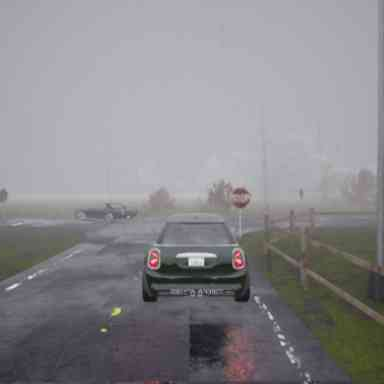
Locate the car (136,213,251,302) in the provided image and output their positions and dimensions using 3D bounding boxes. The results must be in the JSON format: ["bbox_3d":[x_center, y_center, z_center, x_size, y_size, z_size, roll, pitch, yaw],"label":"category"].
[{"bbox_3d":[0.079,1.295,8.264,2.097,1.767,4.553,0,0,0],"label":"car"}]

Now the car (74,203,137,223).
[{"bbox_3d":[-6.369,1.449,24.279,4.718,1.301,1.895,0,0,31],"label":"car"}]
